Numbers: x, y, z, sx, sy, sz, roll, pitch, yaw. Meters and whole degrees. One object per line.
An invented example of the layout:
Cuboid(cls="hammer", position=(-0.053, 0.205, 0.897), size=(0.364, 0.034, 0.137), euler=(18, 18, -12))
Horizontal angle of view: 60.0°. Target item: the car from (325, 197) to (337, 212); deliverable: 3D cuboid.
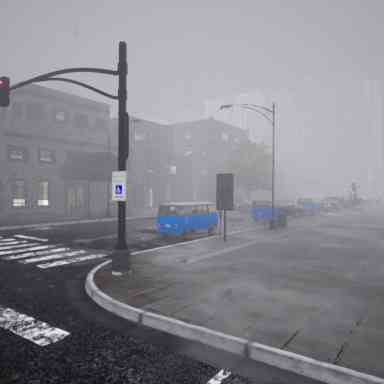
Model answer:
Cuboid(cls="car", position=(15.863, 1.671, 40.389), size=(1.752, 1.417, 4.829), euler=(0, 0, 35))

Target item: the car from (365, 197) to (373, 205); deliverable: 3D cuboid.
Cuboid(cls="car", position=(34.821, 1.810, 67.351), size=(1.887, 1.381, 4.507), euler=(0, 0, 35))

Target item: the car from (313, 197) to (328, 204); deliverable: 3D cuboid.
Cuboid(cls="car", position=(27.878, 1.729, 72.046), size=(1.752, 1.417, 4.829), euler=(0, 0, 35))

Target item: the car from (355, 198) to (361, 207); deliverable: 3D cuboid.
Cuboid(cls="car", position=(25.295, 1.517, 53.801), size=(2.192, 1.841, 5.009), euler=(0, 0, 35))

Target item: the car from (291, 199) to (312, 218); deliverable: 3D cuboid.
Cuboid(cls="car", position=(9.412, 1.656, 31.215), size=(1.887, 1.381, 4.507), euler=(0, 0, 35))

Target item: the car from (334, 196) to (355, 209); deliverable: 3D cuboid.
Cuboid(cls="car", position=(22.118, 1.497, 49.284), size=(2.192, 1.841, 5.009), euler=(0, 0, 35))

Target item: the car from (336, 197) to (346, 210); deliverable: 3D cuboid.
Cuboid(cls="car", position=(18.940, 1.729, 44.766), size=(1.947, 1.339, 4.313), euler=(0, 0, 35))

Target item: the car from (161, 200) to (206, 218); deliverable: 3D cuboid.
Cuboid(cls="car", position=(-0.706, 1.558, 31.394), size=(1.752, 1.417, 4.829), euler=(0, 0, 35))

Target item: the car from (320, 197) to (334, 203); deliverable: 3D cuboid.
Cuboid(cls="car", position=(31.152, 1.793, 76.702), size=(1.947, 1.339, 4.313), euler=(0, 0, 35))

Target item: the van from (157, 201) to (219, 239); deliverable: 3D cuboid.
Cuboid(cls="van", position=(-0.115, 1.407, 17.665), size=(1.690, 1.788, 3.998), euler=(0, 0, 35))

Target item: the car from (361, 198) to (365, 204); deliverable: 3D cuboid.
Cuboid(cls="car", position=(28.567, 1.748, 58.456), size=(1.752, 1.417, 4.829), euler=(0, 0, 35))

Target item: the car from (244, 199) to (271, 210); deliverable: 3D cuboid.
Cuboid(cls="car", position=(8.920, 1.629, 45.085), size=(1.887, 1.381, 4.507), euler=(0, 0, 35))

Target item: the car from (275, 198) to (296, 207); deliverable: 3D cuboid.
Cuboid(cls="car", position=(15.272, 1.666, 54.118), size=(1.887, 1.381, 4.507), euler=(0, 0, 35))

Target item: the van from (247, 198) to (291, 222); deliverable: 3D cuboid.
Cuboid(cls="van", position=(6.237, 1.436, 26.699), size=(1.690, 1.788, 3.998), euler=(0, 0, 35))

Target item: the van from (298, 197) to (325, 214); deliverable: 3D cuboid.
Cuboid(cls="van", position=(12.590, 1.469, 35.732), size=(1.690, 1.788, 3.998), euler=(0, 0, 35))

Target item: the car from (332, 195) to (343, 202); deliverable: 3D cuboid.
Cuboid(cls="car", position=(37.504, 1.713, 85.736), size=(1.967, 1.590, 4.097), euler=(0, 0, 35))

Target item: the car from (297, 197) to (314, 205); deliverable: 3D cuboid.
Cuboid(cls="car", position=(21.624, 1.706, 63.152), size=(1.887, 1.381, 4.507), euler=(0, 0, 35))

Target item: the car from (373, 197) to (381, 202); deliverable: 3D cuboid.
Cuboid(cls="car", position=(44.350, 1.900, 80.901), size=(1.947, 1.339, 4.313), euler=(0, 0, 35))

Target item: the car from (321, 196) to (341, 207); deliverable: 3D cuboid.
Cuboid(cls="car", position=(22.967, 1.534, 54.986), size=(2.097, 1.767, 4.553), euler=(1, 0, 35))

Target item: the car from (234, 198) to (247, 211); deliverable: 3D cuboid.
Cuboid(cls="car", position=(5.745, 1.507, 40.568), size=(1.967, 1.590, 4.097), euler=(0, 0, 35))
